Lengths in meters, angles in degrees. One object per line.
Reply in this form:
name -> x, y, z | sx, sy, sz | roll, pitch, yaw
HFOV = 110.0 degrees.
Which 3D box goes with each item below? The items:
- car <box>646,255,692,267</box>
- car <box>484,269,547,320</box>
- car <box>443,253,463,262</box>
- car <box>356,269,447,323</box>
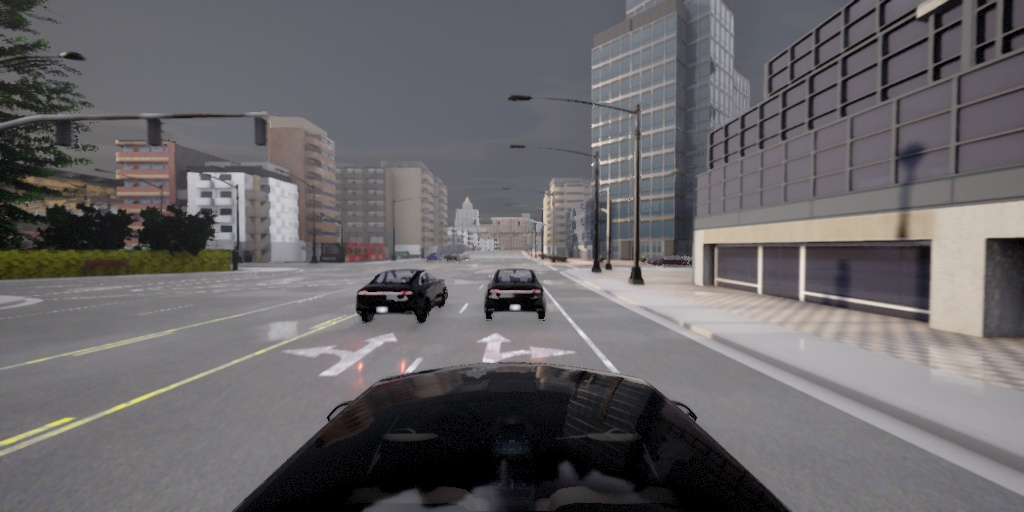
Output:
car -> 19.075, 0.568, 43.067 | 5.357, 1.411, 2.033 | 0, 1, 1
car -> 0.095, 1.170, 12.278 | 2.128, 1.511, 4.902 | 0, 1, 0
car -> -10.521, 0.183, 64.426 | 1.882, 1.535, 5.008 | 0, 1, 1
car -> -3.412, 1.171, 11.853 | 2.128, 1.511, 4.902 | 0, 1, 0
